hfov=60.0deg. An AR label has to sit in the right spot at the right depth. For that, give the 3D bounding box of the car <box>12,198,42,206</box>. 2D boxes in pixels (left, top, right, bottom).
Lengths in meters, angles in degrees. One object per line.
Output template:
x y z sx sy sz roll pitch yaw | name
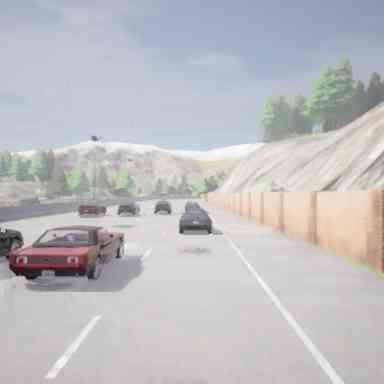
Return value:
-21.129 1.559 42.687 2.097 1.767 4.553 0 0 0 | car

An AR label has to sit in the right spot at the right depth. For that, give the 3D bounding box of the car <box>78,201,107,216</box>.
-10.344 1.679 34.848 1.882 1.535 5.008 0 0 -1 | car

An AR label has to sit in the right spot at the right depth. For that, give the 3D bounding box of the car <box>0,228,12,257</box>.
-6.864 1.531 9.817 2.128 1.511 4.902 0 0 0 | car

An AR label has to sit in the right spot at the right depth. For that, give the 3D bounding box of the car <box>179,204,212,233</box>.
0.204 1.715 20.977 1.994 1.385 4.181 0 0 0 | car

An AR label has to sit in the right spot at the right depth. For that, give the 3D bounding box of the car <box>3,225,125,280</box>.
-3.367 1.658 10.071 1.895 1.301 4.718 0 0 0 | car

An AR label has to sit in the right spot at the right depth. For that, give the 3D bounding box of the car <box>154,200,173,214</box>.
-3.422 1.774 39.915 1.837 1.490 4.892 0 0 -1 | car

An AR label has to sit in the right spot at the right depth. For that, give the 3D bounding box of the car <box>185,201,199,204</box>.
0.001 1.873 43.535 1.994 1.385 4.181 0 0 -1 | car

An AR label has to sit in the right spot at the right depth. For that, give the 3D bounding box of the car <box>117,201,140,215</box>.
-6.872 1.733 36.380 1.837 1.490 4.892 0 0 -1 | car
